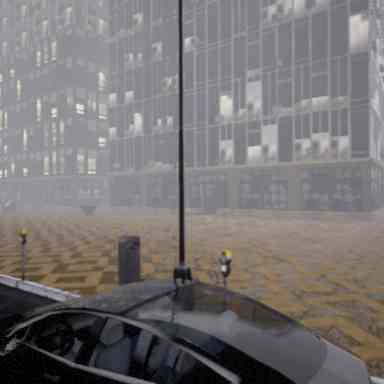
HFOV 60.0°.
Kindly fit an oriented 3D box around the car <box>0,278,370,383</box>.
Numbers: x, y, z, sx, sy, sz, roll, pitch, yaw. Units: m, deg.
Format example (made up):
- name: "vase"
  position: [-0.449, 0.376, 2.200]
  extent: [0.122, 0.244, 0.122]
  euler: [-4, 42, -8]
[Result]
- name: "car"
  position: [-0.607, 1.588, 3.301]
  extent: [4.313, 1.339, 1.947]
  euler: [-1, 0, 35]
